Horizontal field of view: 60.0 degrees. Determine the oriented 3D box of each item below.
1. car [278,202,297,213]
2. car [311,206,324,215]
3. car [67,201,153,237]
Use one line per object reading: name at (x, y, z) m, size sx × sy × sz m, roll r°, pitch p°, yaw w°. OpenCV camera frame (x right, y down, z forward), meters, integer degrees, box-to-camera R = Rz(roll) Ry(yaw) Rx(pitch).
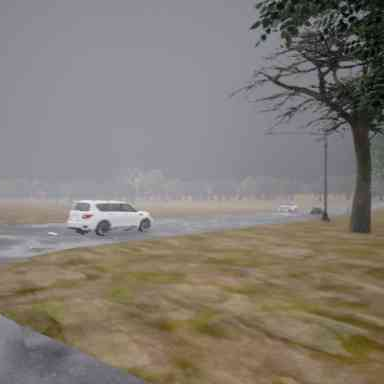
car at (18.215, 2.929, 63.219) m, size 2.150 × 2.045 × 5.566 m, roll 0°, pitch -1°, yaw 37°
car at (21.993, 3.148, 57.712) m, size 1.837 × 1.490 × 4.892 m, roll 1°, pitch -1°, yaw 32°
car at (-4.884, 1.570, 20.554) m, size 2.150 × 2.045 × 5.566 m, roll 0°, pitch -2°, yaw 37°
